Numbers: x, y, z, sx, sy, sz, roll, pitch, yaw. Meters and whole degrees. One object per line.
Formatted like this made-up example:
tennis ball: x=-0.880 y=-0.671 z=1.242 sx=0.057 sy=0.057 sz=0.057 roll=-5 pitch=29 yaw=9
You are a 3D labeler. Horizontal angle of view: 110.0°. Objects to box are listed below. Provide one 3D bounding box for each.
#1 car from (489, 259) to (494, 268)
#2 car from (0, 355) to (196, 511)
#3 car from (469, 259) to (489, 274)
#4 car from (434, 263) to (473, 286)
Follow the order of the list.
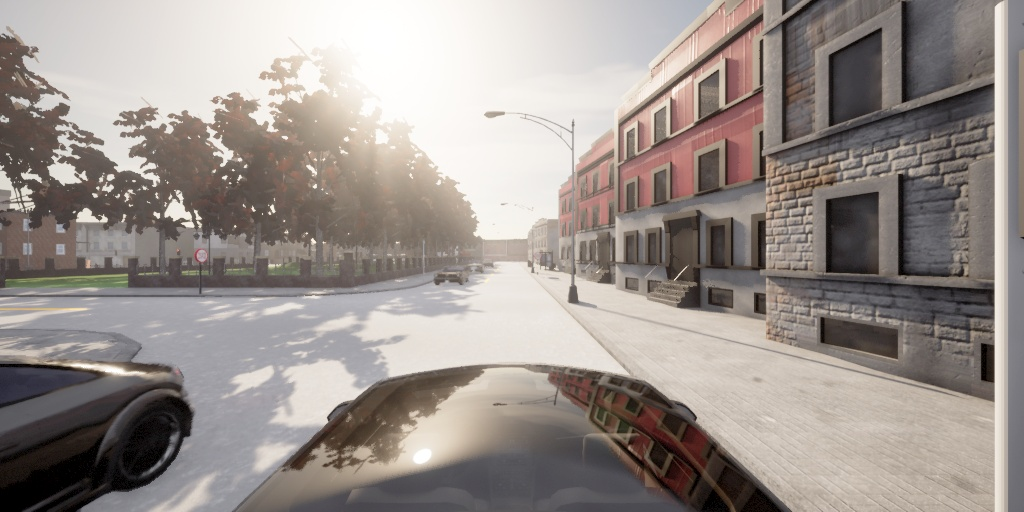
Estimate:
car: x=-4.166 y=1.227 z=62.355 sx=1.882 sy=1.535 sz=5.008 roll=0 pitch=0 yaw=0
car: x=-4.099 y=1.314 z=1.755 sx=1.994 sy=1.385 sz=4.181 roll=0 pitch=0 yaw=0
car: x=-4.202 y=1.240 z=41.564 sx=2.128 sy=1.511 sz=4.902 roll=0 pitch=0 yaw=0
car: x=-4.185 y=1.351 z=25.421 sx=1.895 sy=1.301 sz=4.718 roll=0 pitch=0 yaw=0
